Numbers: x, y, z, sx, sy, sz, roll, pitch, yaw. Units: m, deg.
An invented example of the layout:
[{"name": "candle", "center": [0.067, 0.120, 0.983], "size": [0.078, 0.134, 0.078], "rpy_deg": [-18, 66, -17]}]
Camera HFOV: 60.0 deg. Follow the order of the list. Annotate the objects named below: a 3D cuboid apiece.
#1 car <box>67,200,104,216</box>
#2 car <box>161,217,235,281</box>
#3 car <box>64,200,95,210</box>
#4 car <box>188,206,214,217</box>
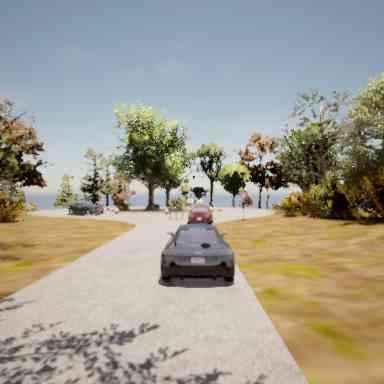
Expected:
[{"name": "car", "center": [-12.206, 1.927, 38.138], "size": [4.892, 1.490, 1.837], "rpy_deg": [-1, 0, 35]}, {"name": "car", "center": [0.163, 1.679, 10.251], "size": [1.994, 1.385, 4.181], "rpy_deg": [0, -1, 0]}, {"name": "car", "center": [-18.430, 2.095, 54.714], "size": [2.128, 1.511, 4.902], "rpy_deg": [0, -1, 23]}, {"name": "car", "center": [0.760, 1.817, 26.270], "size": [1.812, 1.442, 4.674], "rpy_deg": [0, -1, 6]}]
